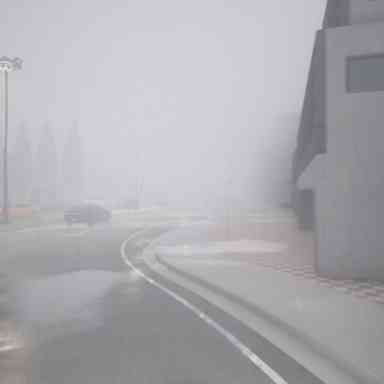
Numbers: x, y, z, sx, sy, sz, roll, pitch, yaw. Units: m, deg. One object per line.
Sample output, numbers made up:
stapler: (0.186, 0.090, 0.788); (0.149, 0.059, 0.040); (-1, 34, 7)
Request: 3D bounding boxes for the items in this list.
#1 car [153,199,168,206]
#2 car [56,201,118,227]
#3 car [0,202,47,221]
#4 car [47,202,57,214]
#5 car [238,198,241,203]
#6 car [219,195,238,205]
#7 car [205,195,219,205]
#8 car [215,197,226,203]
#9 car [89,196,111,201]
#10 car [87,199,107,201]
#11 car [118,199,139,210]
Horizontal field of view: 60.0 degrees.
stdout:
car: (-6.005, 1.983, 63.724); (1.994, 1.385, 4.181); (0, 0, 16)
car: (-7.573, 1.669, 24.613); (2.128, 1.511, 4.902); (0, 0, 7)
car: (-16.242, 1.718, 30.456); (1.882, 1.535, 5.008); (0, -1, 25)
car: (-16.493, 1.898, 39.363); (1.895, 1.301, 4.718); (0, 0, 16)
car: (10.504, 2.025, 80.111); (1.994, 1.385, 4.181); (0, 0, 15)
car: (7.741, 1.642, 70.078); (2.150, 2.045, 5.566); (0, 0, 15)
car: (4.373, 1.651, 71.065); (2.150, 2.045, 5.566); (0, 0, 15)
car: (7.029, 1.843, 80.678); (1.812, 1.442, 4.674); (0, 0, 15)
car: (-13.868, 1.568, 48.598); (2.150, 2.045, 5.566); (0, 0, 15)
car: (-12.650, 1.890, 40.028); (1.895, 1.301, 4.718); (0, 0, 16)
car: (-9.738, 1.837, 50.367); (2.128, 1.511, 4.902); (0, 0, 16)
